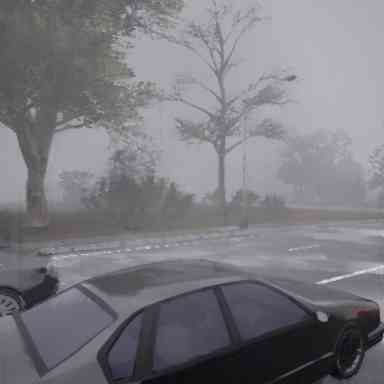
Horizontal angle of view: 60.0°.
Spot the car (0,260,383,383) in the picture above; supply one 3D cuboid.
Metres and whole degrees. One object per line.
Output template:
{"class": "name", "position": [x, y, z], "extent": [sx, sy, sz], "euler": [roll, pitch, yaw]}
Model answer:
{"class": "car", "position": [0.030, 1.544, 3.740], "extent": [5.357, 1.411, 2.033], "euler": [0, 0, -35]}

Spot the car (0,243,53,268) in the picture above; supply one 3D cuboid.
{"class": "car", "position": [-4.612, 1.488, 4.966], "extent": [4.902, 1.511, 2.128], "euler": [0, 0, -35]}

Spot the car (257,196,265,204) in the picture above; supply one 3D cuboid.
{"class": "car", "position": [12.390, 1.546, 58.803], "extent": [1.837, 1.490, 4.892], "euler": [0, 0, -24]}
